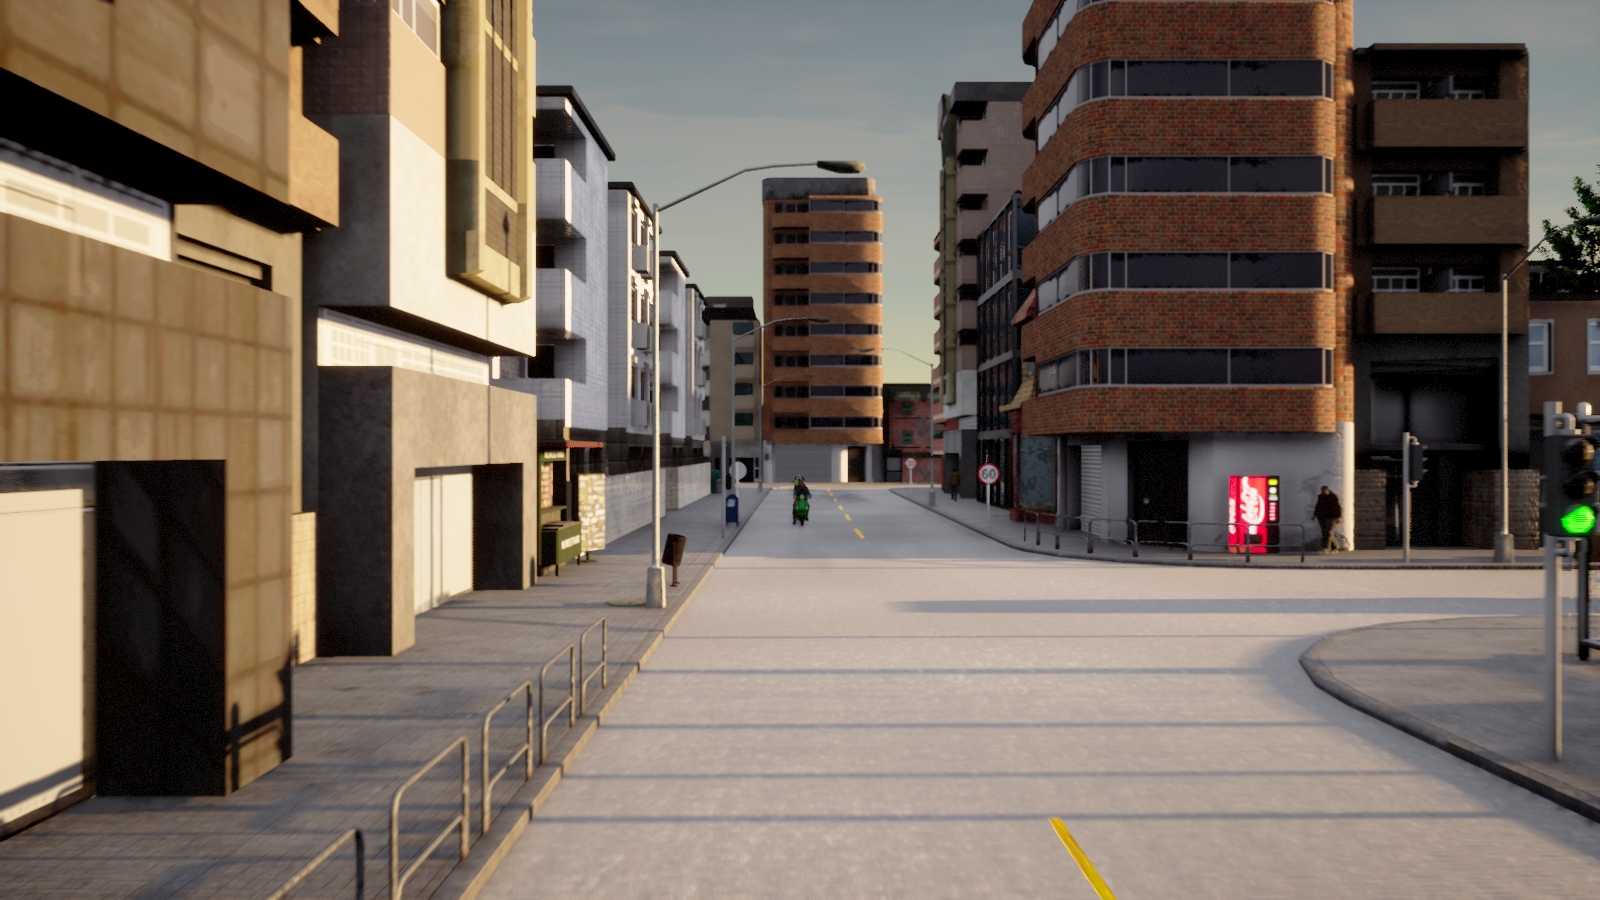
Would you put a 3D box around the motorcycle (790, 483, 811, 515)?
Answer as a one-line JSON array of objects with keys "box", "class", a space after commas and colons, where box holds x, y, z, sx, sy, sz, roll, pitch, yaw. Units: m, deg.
[{"box": [0.023, 1.962, 46.481, 0.856, 1.236, 1.805, 0, 0, 0], "class": "motorcycle"}]

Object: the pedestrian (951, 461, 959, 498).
[{"box": [7.998, 1.523, 59.087, 0.375, 1.860, 0.375, 0, 0, 0], "class": "pedestrian"}]

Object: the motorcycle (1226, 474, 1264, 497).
[{"box": [24.399, 1.962, 62.674, 1.805, 1.236, 0.856, 0, 0, 2], "class": "motorcycle"}]

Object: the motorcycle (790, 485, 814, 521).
[{"box": [0.067, 1.962, 42.614, 0.856, 1.236, 1.805, 0, 0, 0], "class": "motorcycle"}]

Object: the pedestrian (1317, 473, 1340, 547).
[{"box": [13.440, 1.516, 29.073, 0.375, 1.860, 0.375, 0, 0, -28], "class": "pedestrian"}]
